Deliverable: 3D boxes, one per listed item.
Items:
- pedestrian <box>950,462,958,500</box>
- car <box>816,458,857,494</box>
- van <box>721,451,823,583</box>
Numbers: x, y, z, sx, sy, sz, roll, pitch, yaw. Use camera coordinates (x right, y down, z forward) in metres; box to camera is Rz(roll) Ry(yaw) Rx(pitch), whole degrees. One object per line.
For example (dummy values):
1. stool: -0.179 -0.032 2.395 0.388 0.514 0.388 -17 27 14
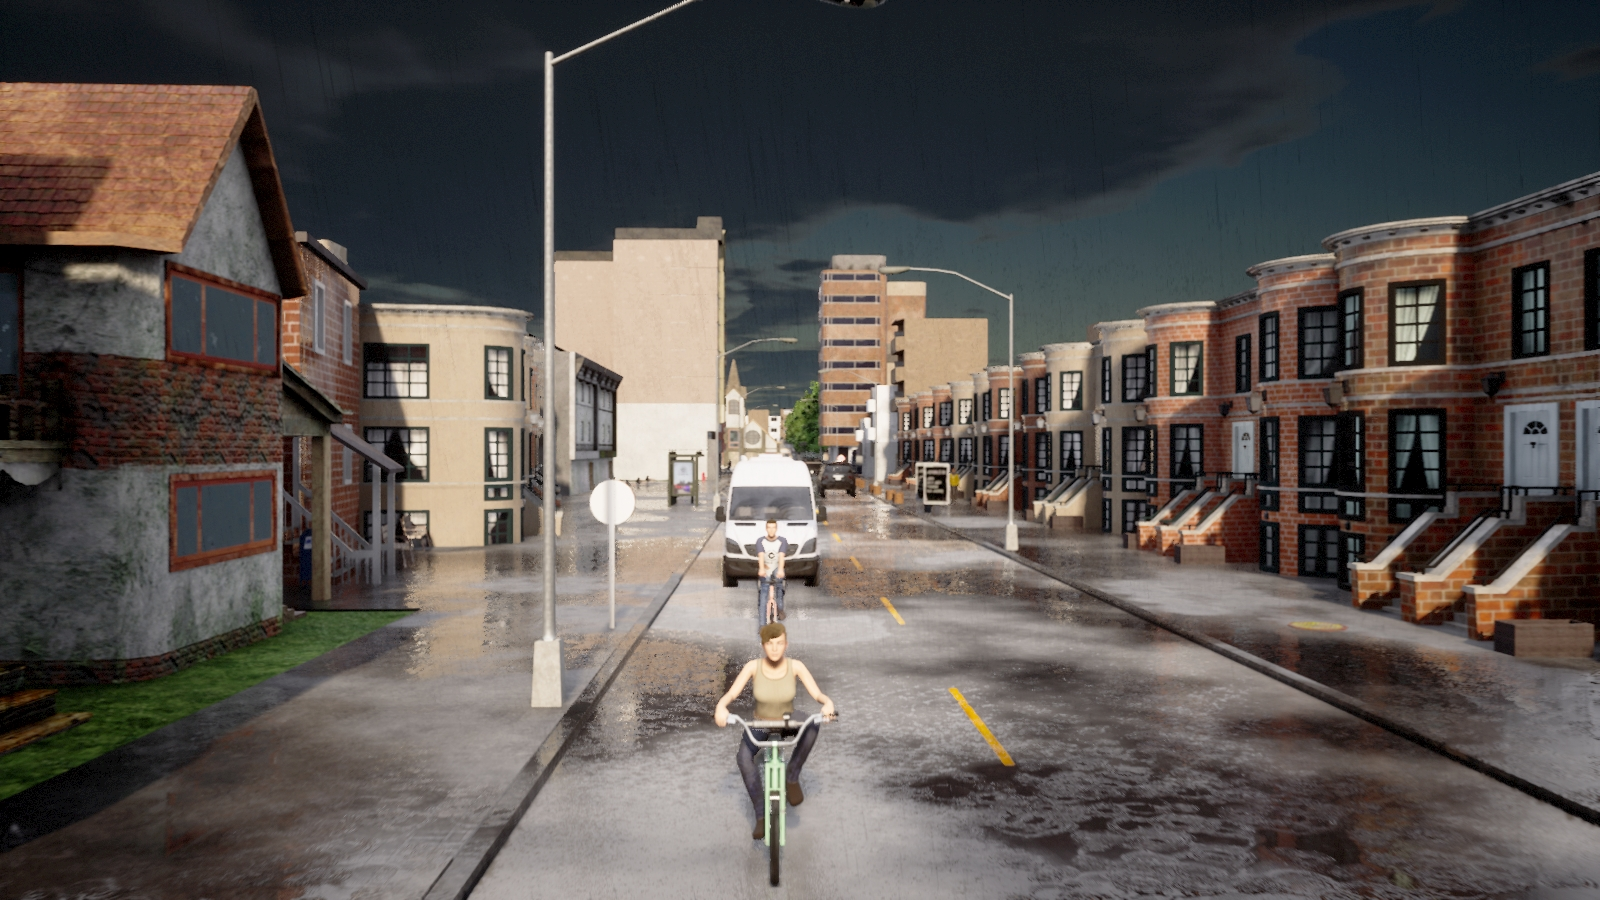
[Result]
1. pedestrian: 7.553 1.526 55.926 0.375 1.860 0.375 0 0 4
2. car: 2.197 1.563 70.135 2.150 2.045 5.566 0 0 -2
3. van: -0.630 1.315 25.234 1.988 2.561 5.915 0 0 -1
